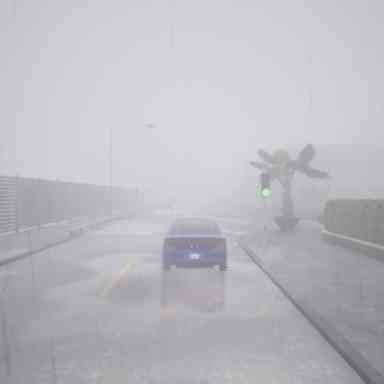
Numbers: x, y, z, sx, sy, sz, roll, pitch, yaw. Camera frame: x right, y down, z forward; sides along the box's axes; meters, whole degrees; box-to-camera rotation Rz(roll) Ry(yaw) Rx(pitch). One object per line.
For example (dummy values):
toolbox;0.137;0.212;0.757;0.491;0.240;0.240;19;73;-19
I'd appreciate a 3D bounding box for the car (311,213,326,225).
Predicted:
car;11.053;1.777;23.482;4.718;1.301;1.895;0;0;4

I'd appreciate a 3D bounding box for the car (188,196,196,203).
car;0.001;1.856;83.253;2.097;1.767;4.553;0;0;0

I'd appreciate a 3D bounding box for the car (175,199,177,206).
car;-4.009;1.997;66.548;1.837;1.490;4.892;0;0;0

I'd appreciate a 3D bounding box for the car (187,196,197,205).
car;0.001;2.091;73.243;1.994;1.385;4.181;0;0;0

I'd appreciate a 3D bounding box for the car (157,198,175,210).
car;-4.078;1.935;49.791;1.994;1.385;4.181;0;0;0

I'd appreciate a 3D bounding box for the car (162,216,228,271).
car;0.085;1.563;11.282;1.882;1.535;5.008;0;0;0
